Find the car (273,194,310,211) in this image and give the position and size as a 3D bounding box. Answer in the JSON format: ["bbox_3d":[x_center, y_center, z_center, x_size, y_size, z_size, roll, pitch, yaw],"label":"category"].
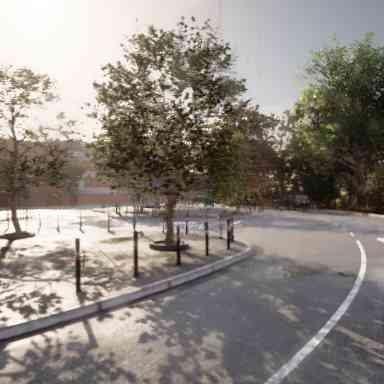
[{"bbox_3d":[12.570,1.329,42.376,2.150,2.045,5.566,0,0,-19],"label":"car"}]

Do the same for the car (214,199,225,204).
[{"bbox_3d":[6.616,2.066,78.259,1.994,1.385,4.181,0,-1,17],"label":"car"}]

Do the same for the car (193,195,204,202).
[{"bbox_3d":[3.176,1.876,93.184,5.566,2.045,2.435,0,0,17],"label":"car"}]
